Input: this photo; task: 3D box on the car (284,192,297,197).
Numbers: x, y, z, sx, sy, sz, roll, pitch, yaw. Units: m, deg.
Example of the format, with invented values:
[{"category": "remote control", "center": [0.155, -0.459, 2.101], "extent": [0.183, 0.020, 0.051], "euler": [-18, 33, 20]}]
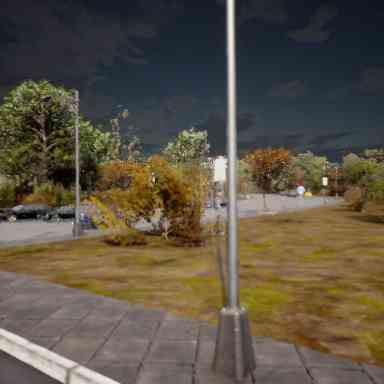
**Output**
[{"category": "car", "center": [25.813, 0.766, 87.008], "extent": [1.994, 1.385, 4.181], "euler": [-1, 1, 1]}]

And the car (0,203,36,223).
[{"category": "car", "center": [-14.590, 1.784, 29.323], "extent": [1.882, 1.535, 5.008], "euler": [-1, 0, 39]}]

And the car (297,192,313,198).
[{"category": "car", "center": [29.198, 0.683, 85.040], "extent": [1.882, 1.535, 5.008], "euler": [-1, 1, 1]}]

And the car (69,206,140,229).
[{"category": "car", "center": [-5.806, 1.545, 23.336], "extent": [2.097, 1.767, 4.553], "euler": [-1, 0, 39]}]

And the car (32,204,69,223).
[{"category": "car", "center": [-10.700, 1.869, 28.577], "extent": [1.895, 1.301, 4.718], "euler": [-1, 0, 39]}]

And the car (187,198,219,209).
[{"category": "car", "center": [1.721, 1.669, 49.631], "extent": [2.033, 1.411, 5.357], "euler": [-1, 0, 39]}]

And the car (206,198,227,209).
[{"category": "car", "center": [3.773, 1.595, 46.605], "extent": [2.128, 1.511, 4.902], "euler": [-1, 0, 39]}]
